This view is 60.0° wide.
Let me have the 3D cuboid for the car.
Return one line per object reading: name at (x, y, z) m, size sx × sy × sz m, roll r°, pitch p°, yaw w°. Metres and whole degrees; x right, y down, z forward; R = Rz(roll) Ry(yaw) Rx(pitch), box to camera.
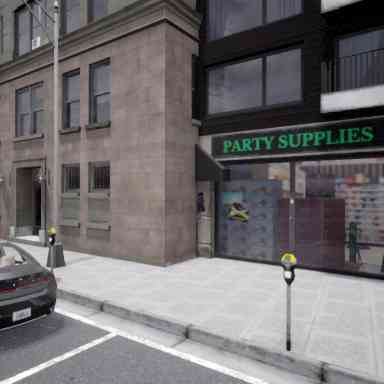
car at (-4.254, 1.551, 6.120) m, size 4.403 × 1.369 × 2.008 m, roll 0°, pitch 0°, yaw 36°
